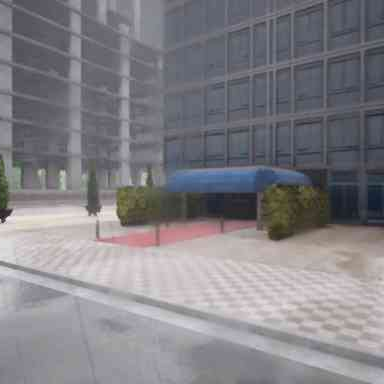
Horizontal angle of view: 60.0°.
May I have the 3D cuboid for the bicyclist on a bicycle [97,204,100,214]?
[{"bbox_3d":[-9.265,1.261,31.685,1.656,1.620,0.582,0,0,36],"label":"bicyclist on a bicycle"}]
